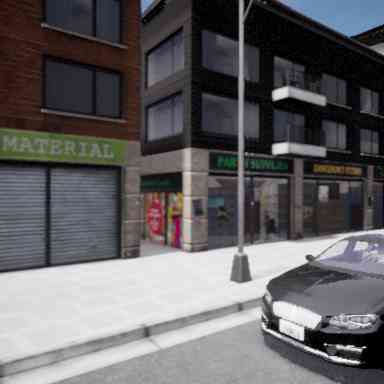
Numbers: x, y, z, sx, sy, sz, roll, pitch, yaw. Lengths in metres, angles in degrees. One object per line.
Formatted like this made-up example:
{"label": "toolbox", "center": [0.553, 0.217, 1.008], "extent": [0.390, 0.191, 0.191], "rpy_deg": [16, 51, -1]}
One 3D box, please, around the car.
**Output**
{"label": "car", "center": [3.279, 1.525, 5.716], "extent": [4.902, 1.511, 2.128], "rpy_deg": [0, 0, -36]}
